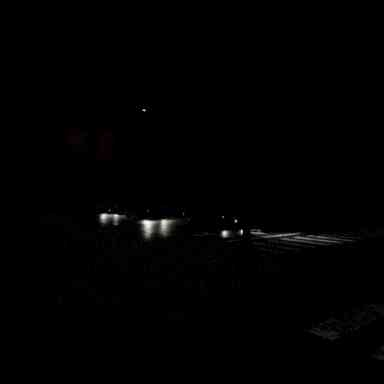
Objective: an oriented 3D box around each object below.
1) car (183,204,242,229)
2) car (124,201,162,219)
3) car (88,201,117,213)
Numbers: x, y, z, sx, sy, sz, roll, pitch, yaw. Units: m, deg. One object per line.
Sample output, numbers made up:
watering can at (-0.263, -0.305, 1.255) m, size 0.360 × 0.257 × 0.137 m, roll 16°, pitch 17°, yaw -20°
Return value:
car at (1.281, 1.554, 22.559) m, size 2.128 × 1.511 × 4.902 m, roll 0°, pitch 0°, yaw -36°
car at (-4.547, 1.579, 30.666) m, size 1.882 × 1.535 × 5.008 m, roll 0°, pitch 0°, yaw -35°
car at (-10.454, 1.741, 38.897) m, size 1.895 × 1.301 × 4.718 m, roll 0°, pitch 0°, yaw -36°
